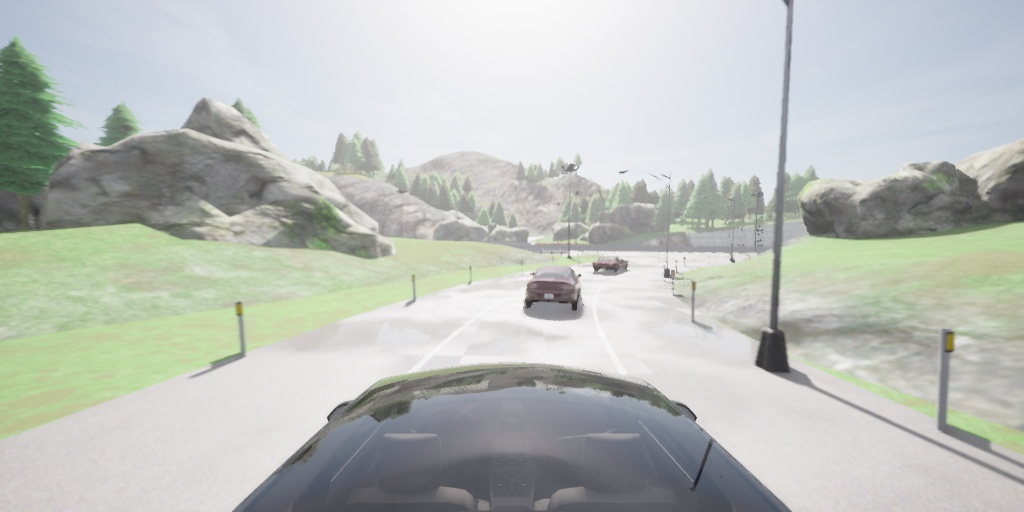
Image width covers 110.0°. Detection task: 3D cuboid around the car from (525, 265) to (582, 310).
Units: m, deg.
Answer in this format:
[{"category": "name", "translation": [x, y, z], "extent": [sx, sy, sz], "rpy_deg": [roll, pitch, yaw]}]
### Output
[{"category": "car", "translation": [1.655, 1.067, 13.684], "extent": [1.812, 1.442, 4.674], "rpy_deg": [1, 2, 12]}]

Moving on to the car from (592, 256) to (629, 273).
[{"category": "car", "translation": [8.254, 0.623, 29.686], "extent": [1.895, 1.301, 4.718], "rpy_deg": [3, 3, 31]}]
